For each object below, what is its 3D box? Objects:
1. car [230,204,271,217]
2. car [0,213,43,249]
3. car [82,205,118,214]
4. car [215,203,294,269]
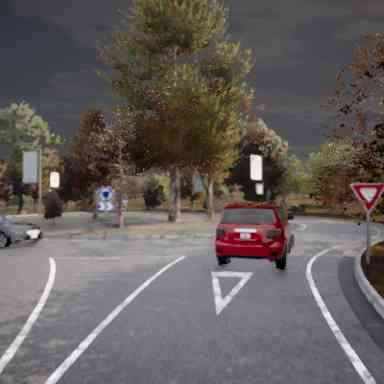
[{"bbox_3d":[7.513,2.376,43.114,2.128,1.511,4.902,2,-2,-43],"label":"car"},{"bbox_3d":[-9.367,1.741,15.802,4.902,1.511,2.128,0,-1,21],"label":"car"},{"bbox_3d":[-12.351,2.282,46.061,5.357,1.411,2.033,1,-2,-29],"label":"car"},{"bbox_3d":[2.434,1.413,12.178,2.150,2.045,5.566,-1,-1,19],"label":"car"}]
